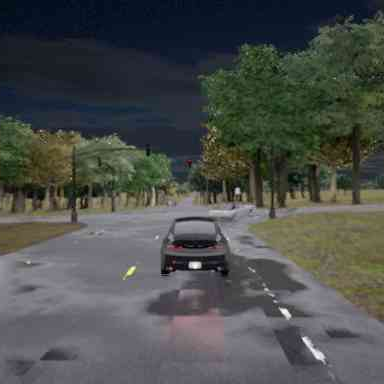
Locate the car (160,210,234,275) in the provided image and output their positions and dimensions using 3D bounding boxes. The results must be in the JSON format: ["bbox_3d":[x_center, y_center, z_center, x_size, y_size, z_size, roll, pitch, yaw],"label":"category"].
[{"bbox_3d":[0.085,1.526,10.486,1.837,1.490,4.892,0,0,0],"label":"car"}]

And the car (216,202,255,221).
[{"bbox_3d":[3.449,1.532,27.732,1.895,1.301,4.718,-1,5,38],"label":"car"}]

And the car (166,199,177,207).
[{"bbox_3d":[-4.341,2.276,67.837,2.128,1.511,4.902,0,-1,-1],"label":"car"}]

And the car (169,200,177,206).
[{"bbox_3d":[-4.679,2.737,83.242,1.895,1.301,4.718,0,-2,-1],"label":"car"}]
